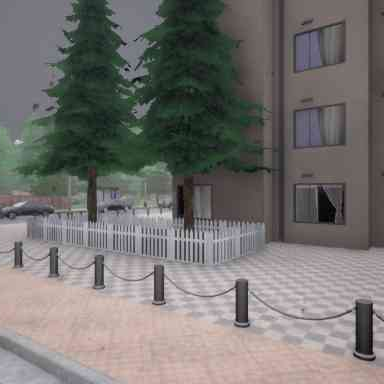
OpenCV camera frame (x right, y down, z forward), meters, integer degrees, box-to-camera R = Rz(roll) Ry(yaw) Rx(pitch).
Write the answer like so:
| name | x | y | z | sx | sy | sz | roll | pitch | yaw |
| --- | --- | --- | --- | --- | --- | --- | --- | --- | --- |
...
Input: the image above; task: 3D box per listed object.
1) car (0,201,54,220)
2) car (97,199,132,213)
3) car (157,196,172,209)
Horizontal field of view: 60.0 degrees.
| name | x | y | z | sx | sy | sz | roll | pitch | yaw |
| --- | --- | --- | --- | --- | --- | --- | --- | --- | --- |
| car | -14.299 | 1.510 | 28.692 | 1.812 | 1.442 | 4.674 | 0 | 0 | 37 |
| car | -8.710 | 1.476 | 36.154 | 2.128 | 1.511 | 4.902 | 0 | 0 | 37 |
| car | -2.541 | 1.337 | 44.321 | 2.097 | 1.767 | 4.553 | 0 | 0 | 37 |
